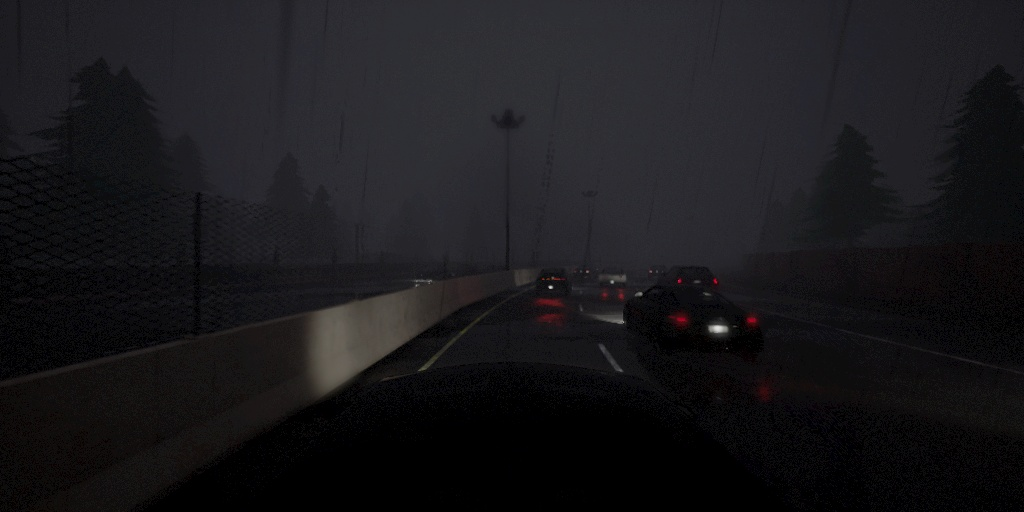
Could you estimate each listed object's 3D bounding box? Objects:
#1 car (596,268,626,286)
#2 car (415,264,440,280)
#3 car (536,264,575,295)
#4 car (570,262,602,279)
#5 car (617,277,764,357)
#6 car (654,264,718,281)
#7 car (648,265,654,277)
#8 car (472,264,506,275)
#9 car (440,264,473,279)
[{"bbox_3d":[7.916,1.596,28.012,1.895,1.301,4.718,0,-1,17],"label":"car"},{"bbox_3d":[-7.855,1.572,36.399,1.812,1.442,4.674,0,-1,19],"label":"car"},{"bbox_3d":[2.561,1.433,21.388,1.837,1.490,4.892,0,-1,12],"label":"car"},{"bbox_3d":[7.910,1.632,38.065,2.033,1.411,5.357,0,-1,24],"label":"car"},{"bbox_3d":[4.101,1.383,8.804,1.994,1.385,4.181,0,-1,5],"label":"car"},{"bbox_3d":[9.189,1.269,18.971,2.097,1.767,4.553,0,-1,12],"label":"car"},{"bbox_3d":[15.462,1.641,37.847,2.033,1.411,5.357,0,-1,25],"label":"car"},{"bbox_3d":[-1.630,1.590,33.007,1.994,1.385,4.181,0,-1,19],"label":"car"},{"bbox_3d":[-4.597,1.532,35.126,2.128,1.511,4.902,0,-1,19],"label":"car"}]
